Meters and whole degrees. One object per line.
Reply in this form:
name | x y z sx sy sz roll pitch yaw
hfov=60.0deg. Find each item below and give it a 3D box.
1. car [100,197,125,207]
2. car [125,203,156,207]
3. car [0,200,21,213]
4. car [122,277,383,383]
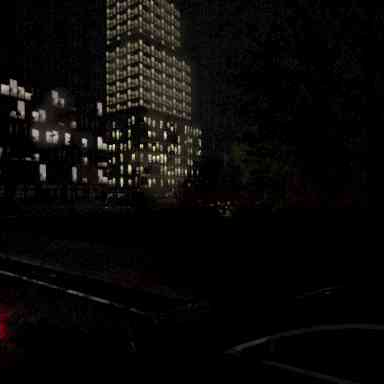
car | -12.242 1.590 52.933 1.882 1.535 5.008 -1 -1 37
car | -7.854 1.421 53.348 2.097 1.767 4.553 -1 -1 37
car | -20.889 1.608 36.054 1.994 1.385 4.181 -1 -1 37
car | 1.545 1.492 2.586 4.902 1.511 2.128 0 0 35
